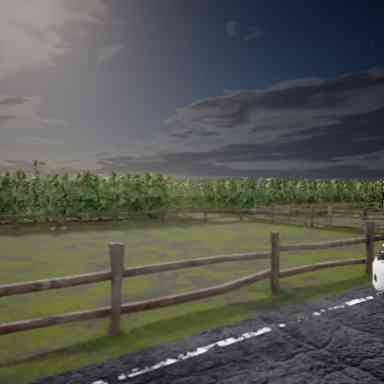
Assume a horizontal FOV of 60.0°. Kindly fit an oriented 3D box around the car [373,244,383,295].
[{"bbox_3d":[6.223,1.230,7.007,5.566,2.045,2.150,0,0,-32],"label":"car"}]
